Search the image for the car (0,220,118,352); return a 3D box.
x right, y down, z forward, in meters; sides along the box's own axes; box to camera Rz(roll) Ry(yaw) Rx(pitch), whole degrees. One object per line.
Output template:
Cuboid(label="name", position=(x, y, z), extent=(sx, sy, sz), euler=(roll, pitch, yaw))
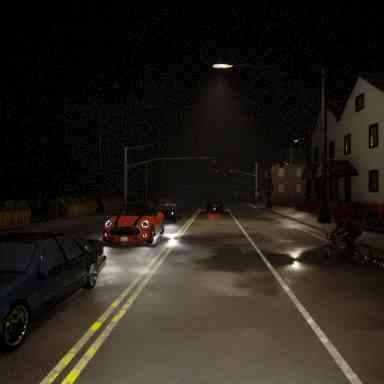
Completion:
Cuboid(label="car", position=(-3.266, 1.546, 6.456), extent=(2.033, 1.411, 5.357), euler=(0, 0, 4))

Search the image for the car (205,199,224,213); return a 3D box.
Cuboid(label="car", position=(2.479, 1.496, 36.442), extent=(1.837, 1.490, 4.892), euler=(0, 0, 4))

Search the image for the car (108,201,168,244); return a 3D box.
Cuboid(label="car", position=(-2.624, 1.348, 15.889), extent=(2.097, 1.767, 4.553), euler=(0, 0, 4))

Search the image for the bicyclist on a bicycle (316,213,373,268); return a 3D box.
Cuboid(label="bicyclist on a bicycle", position=(4.493, 1.440, 9.841), extent=(1.656, 1.620, 0.582), euler=(-1, 0, 4))

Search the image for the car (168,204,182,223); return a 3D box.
Cuboid(label="car", position=(-1.946, 1.595, 25.727), extent=(1.895, 1.301, 4.718), euler=(0, 0, 4))
